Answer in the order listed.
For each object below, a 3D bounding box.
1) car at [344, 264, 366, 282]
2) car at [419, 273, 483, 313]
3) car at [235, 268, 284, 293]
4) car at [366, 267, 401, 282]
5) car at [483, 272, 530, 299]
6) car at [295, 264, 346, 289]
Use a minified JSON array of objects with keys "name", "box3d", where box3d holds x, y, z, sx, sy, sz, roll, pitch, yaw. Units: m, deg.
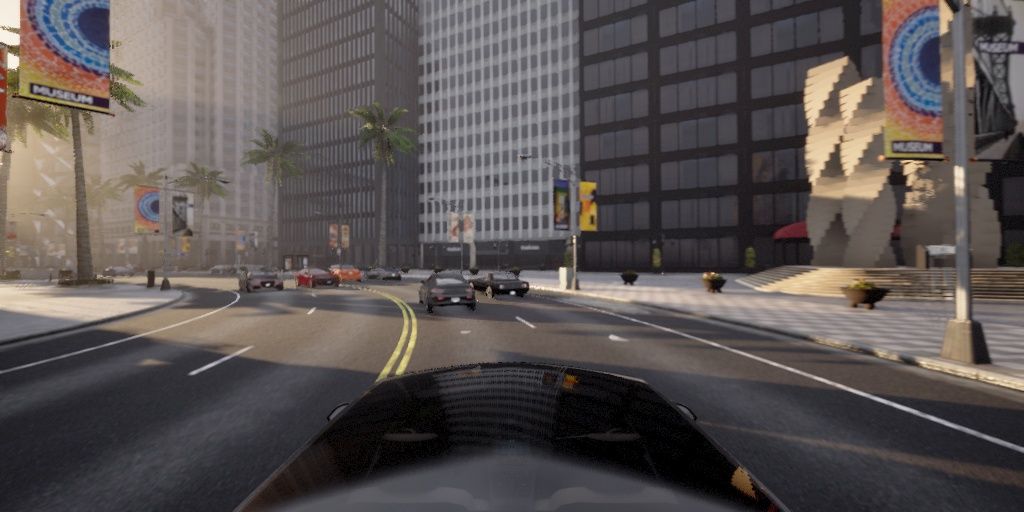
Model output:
[{"name":"car","box3d":[-15.692,1.519,32.623,4.553,1.767,2.097,-1,-1,40]},{"name":"car","box3d":[-2.792,1.431,15.053,1.812,1.442,4.674,0,-1,-19]},{"name":"car","box3d":[-16.881,1.650,24.133,4.181,1.385,1.994,-1,-1,45]},{"name":"car","box3d":[-12.497,1.730,34.489,4.181,1.385,1.994,-1,-1,41]},{"name":"car","box3d":[-0.902,1.542,19.658,1.895,1.301,4.718,0,-1,-25]},{"name":"car","box3d":[-14.560,1.577,26.775,5.008,1.535,1.882,-1,-1,44]}]
